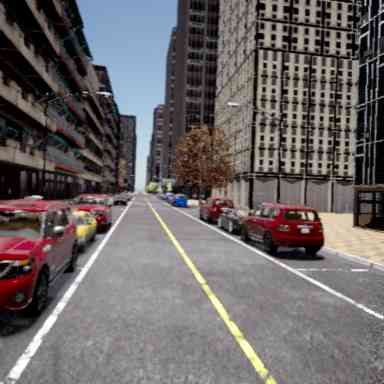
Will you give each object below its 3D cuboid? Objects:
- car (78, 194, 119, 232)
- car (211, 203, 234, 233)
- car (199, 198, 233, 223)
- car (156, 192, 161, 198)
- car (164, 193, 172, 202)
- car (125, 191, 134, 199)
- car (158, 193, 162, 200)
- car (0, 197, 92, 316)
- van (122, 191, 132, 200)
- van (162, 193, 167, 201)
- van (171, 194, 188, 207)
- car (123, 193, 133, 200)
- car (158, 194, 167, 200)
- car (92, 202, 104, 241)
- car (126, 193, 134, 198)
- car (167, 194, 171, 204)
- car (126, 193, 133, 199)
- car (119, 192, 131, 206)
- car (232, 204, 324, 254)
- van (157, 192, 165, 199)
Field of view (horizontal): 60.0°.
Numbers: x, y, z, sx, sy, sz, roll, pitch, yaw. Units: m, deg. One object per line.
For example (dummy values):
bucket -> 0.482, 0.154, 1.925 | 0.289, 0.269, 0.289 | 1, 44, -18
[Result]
car -> -5.524, 1.055, 18.409 | 2.192, 1.841, 5.009 | 3, 0, -9
car -> 2.737, 1.629, 19.709 | 2.008, 1.369, 4.403 | 3, 0, -9
car -> 1.870, 1.352, 25.302 | 2.192, 1.841, 5.009 | 3, 0, -9
car -> -6.922, 1.272, 81.248 | 2.008, 1.369, 4.403 | 2, 0, -9
car -> -3.410, 1.409, 58.870 | 1.802, 1.307, 4.206 | 3, 0, -9
car -> -12.559, 1.023, 63.165 | 1.947, 1.339, 4.313 | 3, 0, -9
car -> -6.045, 1.325, 75.653 | 1.802, 1.307, 4.206 | 2, 0, -9
car -> -3.768, 1.144, 7.218 | 2.192, 1.841, 5.009 | 3, 0, -9
van -> -13.428, 0.770, 68.761 | 1.690, 1.788, 3.998 | 2, 0, -9
van -> -4.278, 1.137, 64.465 | 1.690, 1.788, 3.998 | 2, 0, -9
van -> -1.643, 1.234, 47.682 | 1.690, 1.788, 3.998 | 3, 0, -9
car -> -14.315, 0.955, 74.354 | 2.008, 1.369, 4.403 | 2, 0, -9
car -> -7.801, 1.253, 86.842 | 2.008, 1.369, 4.403 | 2, 0, -9
car -> -4.630, 1.310, 12.646 | 1.752, 1.417, 4.829 | 3, 0, -9
car -> -16.951, 0.896, 91.138 | 2.008, 1.369, 4.403 | 2, 0, -9
car -> -2.532, 1.442, 53.277 | 1.802, 1.307, 4.206 | 3, 0, -9
car -> -16.045, 0.889, 85.375 | 1.752, 1.417, 4.829 | 2, 0, -9
car -> -9.925, 1.120, 46.381 | 1.947, 1.339, 4.313 | 3, 0, -9
car -> 3.625, 1.437, 14.114 | 2.192, 1.841, 5.009 | 3, 0, -9
van -> -8.670, 1.025, 92.439 | 1.690, 1.788, 3.998 | 2, 0, -9
